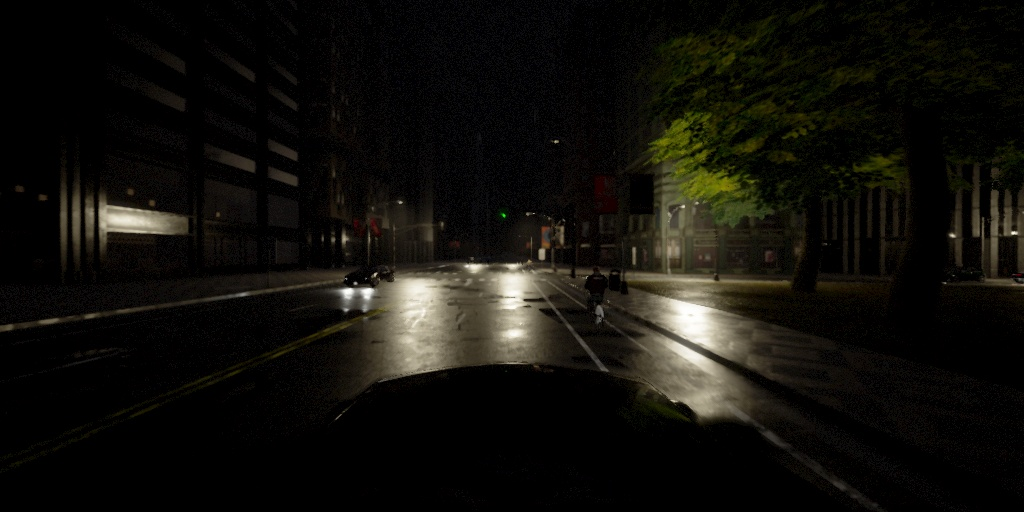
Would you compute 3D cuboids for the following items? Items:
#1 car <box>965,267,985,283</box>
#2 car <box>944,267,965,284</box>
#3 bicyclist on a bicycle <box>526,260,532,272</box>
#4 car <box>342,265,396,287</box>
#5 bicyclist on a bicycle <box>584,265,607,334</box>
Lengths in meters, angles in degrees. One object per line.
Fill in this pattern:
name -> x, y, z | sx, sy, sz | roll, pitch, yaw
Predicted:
car -> 48.761, 1.964, 39.447 | 4.553, 1.767, 2.097 | 1, 0, -1
car -> 41.815, 2.028, 36.243 | 4.902, 1.511, 2.128 | 1, 0, -1
bicyclist on a bicycle -> 2.254, 1.265, 47.241 | 0.866, 1.612, 1.509 | 0, 0, 0
car -> -9.785, 1.336, 25.129 | 2.033, 1.411, 5.357 | 0, 0, 1
bicyclist on a bicycle -> 2.250, 1.129, 9.790 | 0.659, 1.776, 1.843 | 0, 0, 0
